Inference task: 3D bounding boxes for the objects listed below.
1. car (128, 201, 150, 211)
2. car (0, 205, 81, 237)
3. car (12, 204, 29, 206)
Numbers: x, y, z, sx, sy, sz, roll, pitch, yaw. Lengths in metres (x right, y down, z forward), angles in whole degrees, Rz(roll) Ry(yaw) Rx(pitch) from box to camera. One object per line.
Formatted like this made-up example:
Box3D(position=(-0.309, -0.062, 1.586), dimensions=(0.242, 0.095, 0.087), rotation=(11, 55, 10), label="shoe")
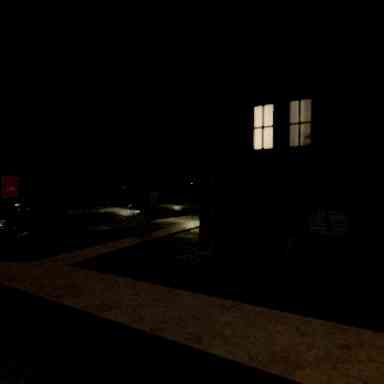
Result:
Box3D(position=(-8.101, 2.109, 51.448), dimensions=(1.812, 1.442, 4.674), rotation=(1, -1, 21), label="car")
Box3D(position=(-8.520, 1.712, 19.562), dimensions=(2.128, 1.511, 4.902), rotation=(1, -1, 18), label="car")
Box3D(position=(-15.609, 1.795, 29.964), dimensions=(2.033, 1.411, 5.357), rotation=(1, -1, 18), label="car")
